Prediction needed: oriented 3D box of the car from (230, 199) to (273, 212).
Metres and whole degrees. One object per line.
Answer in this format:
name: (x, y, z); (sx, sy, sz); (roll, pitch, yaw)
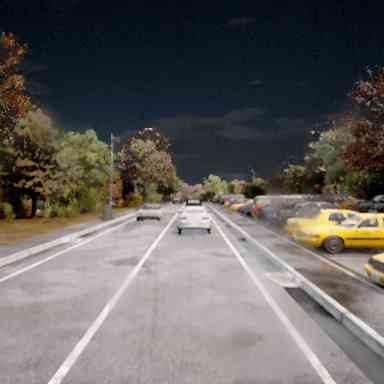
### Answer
car: (7.152, 1.580, 40.615); (4.892, 1.521, 2.231); (0, 0, 0)

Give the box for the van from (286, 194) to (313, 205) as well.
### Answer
van: (20.269, 1.437, 62.713); (4.442, 1.987, 1.878); (0, -1, 0)

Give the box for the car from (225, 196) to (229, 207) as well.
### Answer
car: (7.159, 1.591, 43.391); (4.892, 1.521, 2.231); (0, 0, 0)

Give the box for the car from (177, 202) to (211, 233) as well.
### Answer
car: (0.132, 1.548, 19.833); (1.812, 1.442, 4.674); (0, 0, 0)

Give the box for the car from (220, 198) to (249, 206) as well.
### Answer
car: (7.269, 1.687, 57.271); (4.674, 1.452, 2.002); (0, 0, 0)

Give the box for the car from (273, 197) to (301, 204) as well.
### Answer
car: (20.261, 1.809, 70.867); (5.366, 1.575, 1.946); (0, -1, 0)

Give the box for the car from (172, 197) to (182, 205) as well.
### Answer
car: (-2.975, 1.793, 67.809); (1.882, 1.535, 5.008); (0, 0, 0)

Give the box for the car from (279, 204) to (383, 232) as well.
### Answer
car: (7.149, 1.495, 15.637); (5.366, 1.575, 1.946); (0, 0, 0)

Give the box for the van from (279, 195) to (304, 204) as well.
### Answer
van: (20.308, 1.531, 68.103); (4.442, 1.987, 1.878); (0, -1, 0)

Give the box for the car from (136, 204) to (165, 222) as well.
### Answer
car: (-3.293, 1.639, 26.958); (1.895, 1.301, 4.718); (0, 0, 0)

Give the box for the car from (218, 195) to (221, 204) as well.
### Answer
car: (7.241, 1.635, 54.495); (5.008, 1.535, 2.097); (0, 0, 0)

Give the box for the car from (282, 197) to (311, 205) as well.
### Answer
car: (20.410, 1.700, 65.328); (5.008, 1.535, 2.097); (0, -1, 0)

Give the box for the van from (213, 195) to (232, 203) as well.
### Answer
van: (7.565, 1.820, 82.237); (4.442, 1.987, 1.878); (0, -1, 0)

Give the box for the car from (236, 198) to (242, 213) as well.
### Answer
car: (7.055, 1.575, 32.287); (4.792, 1.488, 2.163); (0, 0, 0)

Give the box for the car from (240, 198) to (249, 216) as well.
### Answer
car: (7.035, 1.563, 29.511); (4.792, 1.488, 2.163); (0, 0, 0)

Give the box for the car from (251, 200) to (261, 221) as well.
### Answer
car: (7.053, 1.541, 23.957); (4.792, 1.488, 2.163); (0, 0, 0)

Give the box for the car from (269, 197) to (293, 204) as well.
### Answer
car: (20.480, 1.925, 76.406); (4.892, 1.521, 2.231); (0, -1, 0)

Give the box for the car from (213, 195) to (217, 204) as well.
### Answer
car: (7.335, 1.418, 62.824); (5.566, 2.045, 2.435); (0, 0, 0)

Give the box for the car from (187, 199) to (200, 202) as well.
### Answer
car: (0.202, 1.544, 37.085); (1.882, 1.535, 5.008); (0, 0, 0)

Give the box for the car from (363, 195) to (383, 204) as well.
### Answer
car: (20.135, 1.287, 32.107); (5.566, 2.045, 2.435); (0, 0, 0)

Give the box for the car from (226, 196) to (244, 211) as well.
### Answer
car: (6.940, 1.565, 37.840); (5.366, 1.575, 1.946); (0, 0, 0)

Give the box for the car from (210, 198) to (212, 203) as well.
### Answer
car: (7.433, 1.990, 79.457); (5.008, 1.535, 2.097); (0, -1, 0)

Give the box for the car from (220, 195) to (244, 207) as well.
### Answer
car: (7.000, 1.599, 46.168); (5.366, 1.575, 1.946); (0, 0, 0)

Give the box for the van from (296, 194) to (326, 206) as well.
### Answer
van: (20.462, 1.415, 57.163); (4.442, 1.987, 1.878); (0, 0, 0)

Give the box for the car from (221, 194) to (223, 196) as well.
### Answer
car: (7.195, 1.499, 51.720); (4.553, 1.767, 2.185); (0, 0, 0)

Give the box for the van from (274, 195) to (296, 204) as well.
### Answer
van: (20.583, 1.642, 73.640); (4.442, 1.987, 1.878); (0, -1, 0)

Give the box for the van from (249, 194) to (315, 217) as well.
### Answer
van: (7.161, 1.297, 26.734); (4.442, 1.987, 1.878); (0, 0, 0)

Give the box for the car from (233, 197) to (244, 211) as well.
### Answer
car: (7.076, 1.586, 35.063); (4.792, 1.488, 2.163); (0, 0, 0)

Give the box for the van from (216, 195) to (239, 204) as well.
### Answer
van: (7.230, 1.540, 68.360); (4.442, 1.987, 1.878); (0, -1, 0)

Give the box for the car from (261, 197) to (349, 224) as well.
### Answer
car: (7.035, 1.377, 21.185); (4.553, 1.767, 2.185); (0, 0, 0)

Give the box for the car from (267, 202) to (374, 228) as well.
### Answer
car: (6.978, 1.498, 18.405); (4.892, 1.521, 2.231); (0, 0, 0)

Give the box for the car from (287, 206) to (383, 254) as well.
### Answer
car: (6.759, 1.502, 12.986); (5.366, 1.575, 1.946); (0, 0, 0)

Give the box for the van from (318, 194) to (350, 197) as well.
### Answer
van: (20.382, 1.369, 46.083); (4.442, 1.987, 1.878); (0, 0, 0)

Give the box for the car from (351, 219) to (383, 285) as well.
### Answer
car: (6.717, 1.526, 7.313); (5.366, 1.575, 1.946); (0, 0, 0)

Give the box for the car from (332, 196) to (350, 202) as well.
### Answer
car: (20.218, 1.572, 40.418); (5.008, 1.535, 2.097); (0, 0, 0)

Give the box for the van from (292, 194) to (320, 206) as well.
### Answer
van: (20.481, 1.425, 59.808); (4.442, 1.987, 1.878); (0, 0, 0)

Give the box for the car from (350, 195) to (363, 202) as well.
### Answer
car: (20.155, 1.298, 34.877); (5.566, 2.045, 2.435); (0, 0, 0)

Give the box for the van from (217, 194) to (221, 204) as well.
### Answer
van: (7.170, 1.432, 60.049); (4.442, 1.987, 1.878); (0, 0, 0)
